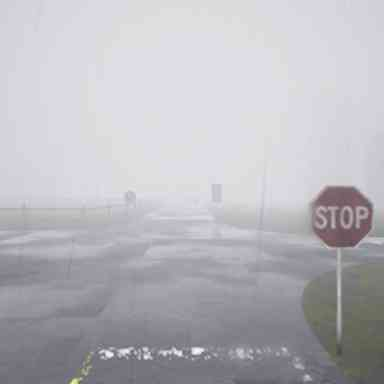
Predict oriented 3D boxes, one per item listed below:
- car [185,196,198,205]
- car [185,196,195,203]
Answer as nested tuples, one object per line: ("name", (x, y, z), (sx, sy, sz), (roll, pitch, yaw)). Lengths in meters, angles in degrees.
("car", (0.171, 1.608, 60.775), (2.033, 1.411, 5.357), (0, 0, -2))
("car", (-0.463, 1.540, 71.304), (1.837, 1.490, 4.892), (0, 0, -6))
